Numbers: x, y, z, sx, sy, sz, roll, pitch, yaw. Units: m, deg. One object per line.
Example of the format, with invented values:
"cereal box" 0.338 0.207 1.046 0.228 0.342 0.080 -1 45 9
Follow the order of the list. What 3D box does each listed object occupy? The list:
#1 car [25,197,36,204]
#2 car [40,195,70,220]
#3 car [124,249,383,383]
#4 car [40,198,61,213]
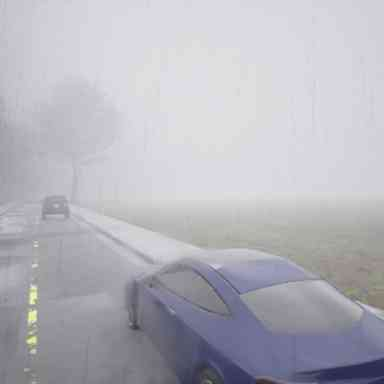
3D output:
"car" -34.316 1.777 70.688 2.033 1.411 5.357 -1 0 -25
"car" -12.094 1.277 29.334 2.150 2.045 5.566 -1 0 -25
"car" 0.435 1.491 4.364 1.812 1.442 4.674 -1 0 -25
"car" -16.827 1.578 39.502 2.128 1.511 4.902 -1 0 -24
